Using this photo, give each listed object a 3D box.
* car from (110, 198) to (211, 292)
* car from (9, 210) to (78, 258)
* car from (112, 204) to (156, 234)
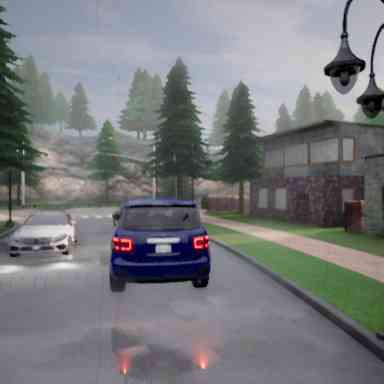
[{"bbox_3d":[-0.977,1.165,9.045,2.150,2.045,5.566,0,0,-9],"label":"car"},{"bbox_3d":[-5.430,1.446,12.687,1.812,1.442,4.674,0,0,-14],"label":"car"},{"bbox_3d":[-3.535,1.479,19.480,1.895,1.301,4.718,0,0,-18],"label":"car"}]
